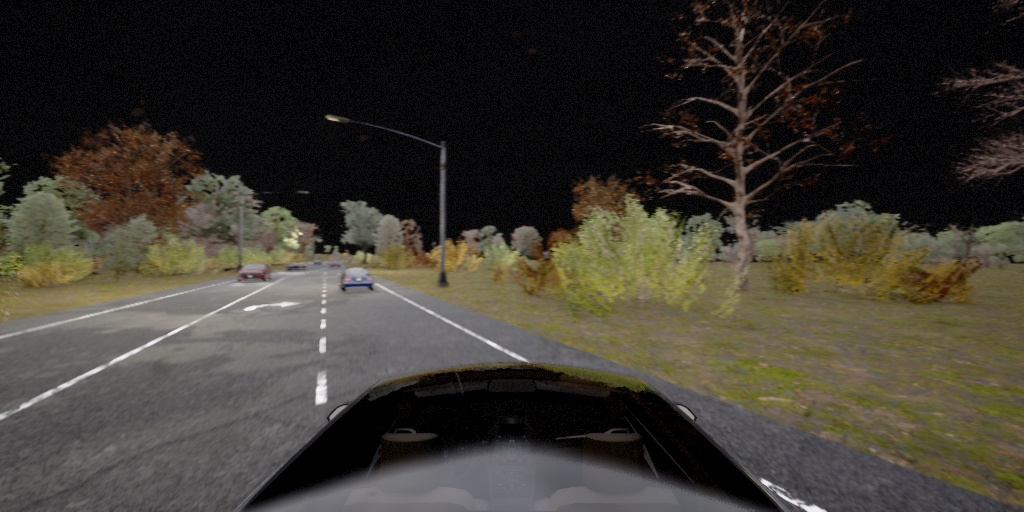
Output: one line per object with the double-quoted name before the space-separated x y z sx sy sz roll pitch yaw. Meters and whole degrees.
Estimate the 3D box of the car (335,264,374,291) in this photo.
"car" -10.053 1.422 23.078 2.033 1.411 5.357 1 -1 -27

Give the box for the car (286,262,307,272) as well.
"car" -30.172 1.562 50.255 1.895 1.301 4.718 0 0 -20

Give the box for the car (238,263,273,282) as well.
"car" -21.704 1.349 30.434 1.882 1.535 5.008 0 0 -27
